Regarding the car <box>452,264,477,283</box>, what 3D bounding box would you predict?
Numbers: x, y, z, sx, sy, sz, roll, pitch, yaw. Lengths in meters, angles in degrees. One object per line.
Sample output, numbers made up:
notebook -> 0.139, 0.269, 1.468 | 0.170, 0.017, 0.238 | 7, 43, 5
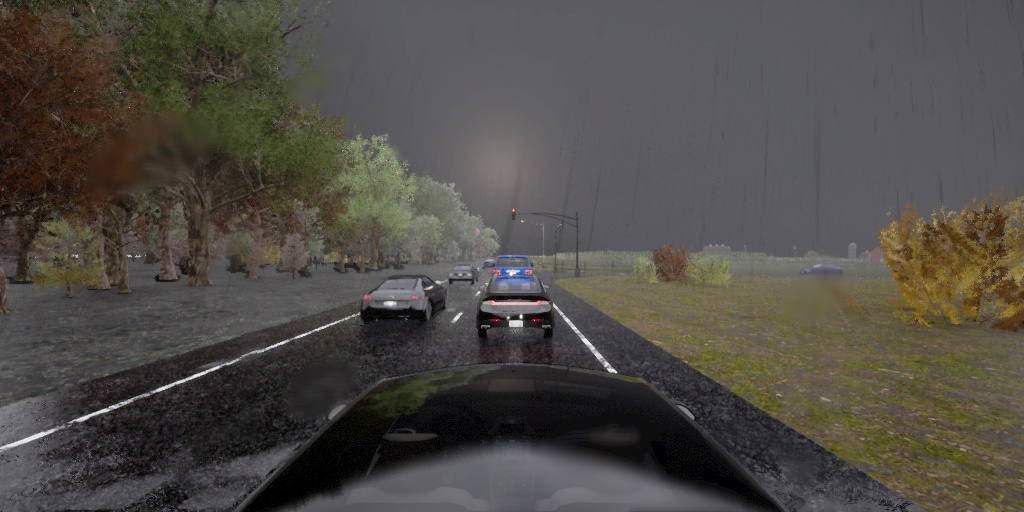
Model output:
car -> -3.488, 1.303, 26.524 | 2.033, 1.411, 5.357 | 0, 0, 0

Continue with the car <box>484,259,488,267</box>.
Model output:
car -> -3.606, 1.233, 59.692 | 1.882, 1.535, 5.008 | 0, 0, 0

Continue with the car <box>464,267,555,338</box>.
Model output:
car -> 0.074, 1.244, 10.142 | 2.128, 1.511, 4.902 | 0, 0, 0

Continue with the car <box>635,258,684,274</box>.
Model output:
car -> 17.835, 1.225, 43.354 | 5.566, 2.045, 2.150 | 1, -1, 1

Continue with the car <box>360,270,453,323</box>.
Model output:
car -> -3.434, 1.316, 12.090 | 1.994, 1.385, 4.181 | 0, 0, 0

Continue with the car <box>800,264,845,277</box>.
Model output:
car -> 37.480, 1.744, 43.313 | 4.674, 1.442, 1.812 | 1, -1, 0

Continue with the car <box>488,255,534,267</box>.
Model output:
car -> 0.038, 0.976, 20.059 | 2.150, 2.045, 5.566 | 0, 0, 0

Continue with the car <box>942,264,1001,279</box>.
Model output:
car -> 51.214, 1.833, 39.671 | 4.674, 1.442, 1.812 | 1, -1, 1
